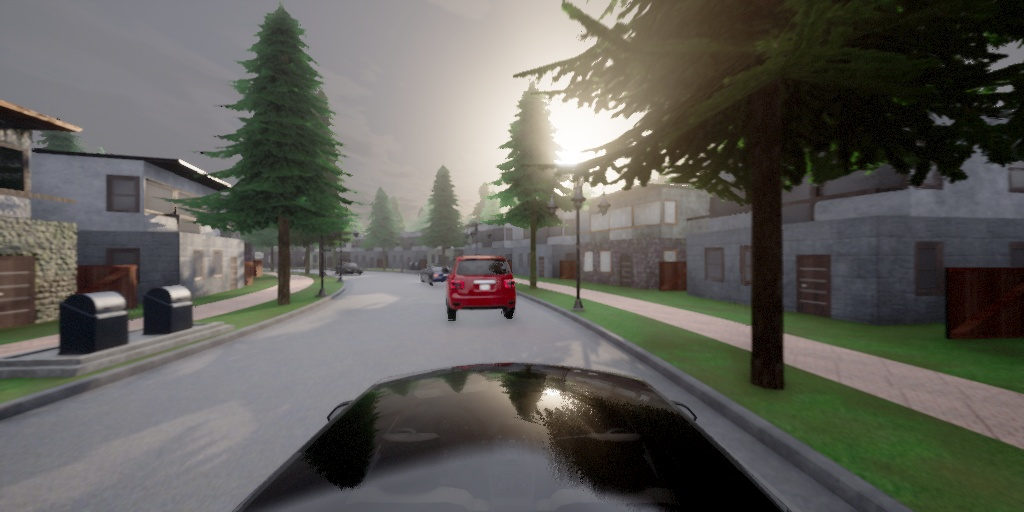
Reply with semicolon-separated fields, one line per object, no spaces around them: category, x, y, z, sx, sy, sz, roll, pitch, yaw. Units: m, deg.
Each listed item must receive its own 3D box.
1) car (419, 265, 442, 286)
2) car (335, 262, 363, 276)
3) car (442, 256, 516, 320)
car;-5.561;1.378;26.614;2.033;1.411;5.357;0;0;-24
car;-18.224;1.401;39.920;1.837;1.490;4.892;0;0;-41
car;-1.326;1.006;13.121;2.150;2.045;5.566;0;0;-11
